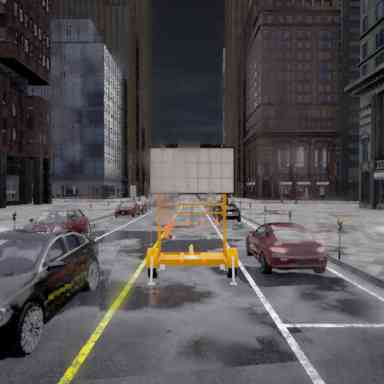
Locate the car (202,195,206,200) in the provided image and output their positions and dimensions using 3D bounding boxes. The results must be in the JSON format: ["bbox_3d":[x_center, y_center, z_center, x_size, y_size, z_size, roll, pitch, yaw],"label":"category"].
[{"bbox_3d":[2.697,1.482,46.853,1.752,1.417,4.829,-1,0,0],"label":"car"}]

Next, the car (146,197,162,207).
[{"bbox_3d":[-5.834,1.512,51.878,1.947,1.339,4.313,-1,0,0],"label":"car"}]

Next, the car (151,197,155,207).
[{"bbox_3d":[-5.828,1.509,46.499,2.008,1.369,4.403,-1,0,0],"label":"car"}]

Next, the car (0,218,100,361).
[{"bbox_3d":[-3.108,1.489,6.078,2.128,1.511,4.902,0,0,0],"label":"car"}]

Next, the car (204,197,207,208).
[{"bbox_3d":[2.709,1.526,36.278,2.008,1.369,4.403,-1,0,0],"label":"car"}]

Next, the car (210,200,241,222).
[{"bbox_3d":[2.722,1.553,25.872,1.947,1.339,4.313,-1,0,0],"label":"car"}]

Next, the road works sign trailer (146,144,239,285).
[{"bbox_3d":[-0.001,0.461,9.446,2.380,3.560,2.880,0,0,-1],"label":"road works sign trailer"}]

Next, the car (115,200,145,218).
[{"bbox_3d":[-5.809,1.527,30.366,1.887,1.381,4.507,-1,0,0],"label":"car"}]

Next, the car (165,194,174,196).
[{"bbox_3d":[-5.864,1.453,78.848,1.802,1.307,4.206,-1,0,0],"label":"car"}]

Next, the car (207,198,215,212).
[{"bbox_3d":[2.716,1.547,31.076,1.947,1.339,4.313,-1,0,0],"label":"car"}]

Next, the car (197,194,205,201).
[{"bbox_3d":[2.660,1.396,79.037,1.752,1.417,4.829,-1,0,0],"label":"car"}]

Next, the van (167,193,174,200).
[{"bbox_3d":[-5.880,1.170,90.208,1.690,1.788,3.998,-1,0,0],"label":"van"}]

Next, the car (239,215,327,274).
[{"bbox_3d":[2.740,1.578,10.264,1.802,1.307,4.206,-1,0,0],"label":"car"}]

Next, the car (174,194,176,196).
[{"bbox_3d":[-5.874,1.166,84.528,2.192,1.841,5.009,-1,0,0],"label":"car"}]

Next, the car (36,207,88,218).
[{"bbox_3d":[-5.792,1.434,14.231,1.967,1.590,4.097,-1,0,0],"label":"car"}]

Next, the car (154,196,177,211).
[{"bbox_3d":[-3.049,1.533,40.388,1.994,1.385,4.181,0,0,0],"label":"car"}]

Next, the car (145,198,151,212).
[{"bbox_3d":[-5.815,1.558,35.743,1.802,1.307,4.206,-1,0,0],"label":"car"}]
